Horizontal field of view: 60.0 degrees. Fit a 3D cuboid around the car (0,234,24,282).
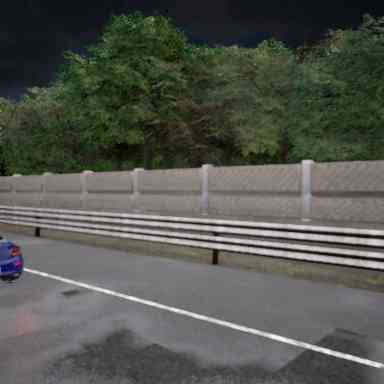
[{"bbox_3d":[-5.974,1.459,8.251,4.674,1.442,1.812,1,0,36],"label":"car"}]
